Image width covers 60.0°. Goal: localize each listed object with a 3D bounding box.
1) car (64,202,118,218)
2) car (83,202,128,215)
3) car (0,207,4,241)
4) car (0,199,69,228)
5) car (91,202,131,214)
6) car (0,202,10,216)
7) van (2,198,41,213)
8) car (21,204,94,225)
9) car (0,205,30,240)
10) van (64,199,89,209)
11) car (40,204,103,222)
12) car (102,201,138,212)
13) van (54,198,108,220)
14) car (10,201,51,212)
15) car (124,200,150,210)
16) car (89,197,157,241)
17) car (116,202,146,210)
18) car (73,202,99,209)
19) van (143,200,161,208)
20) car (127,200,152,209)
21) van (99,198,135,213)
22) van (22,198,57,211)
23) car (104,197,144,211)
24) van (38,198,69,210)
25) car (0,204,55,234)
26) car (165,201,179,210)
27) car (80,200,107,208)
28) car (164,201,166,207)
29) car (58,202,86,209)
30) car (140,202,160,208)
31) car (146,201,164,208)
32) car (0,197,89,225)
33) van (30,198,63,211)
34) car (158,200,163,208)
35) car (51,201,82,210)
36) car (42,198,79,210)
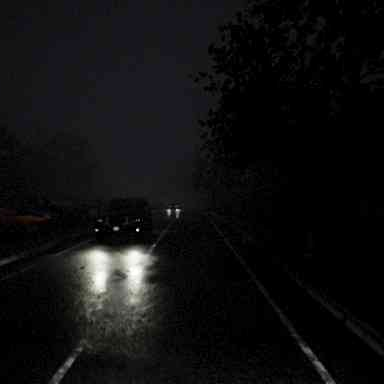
[{"bbox_3d":[-10.311,1.824,34.229,5.008,1.535,2.097,0,-1,0],"label":"car"},{"bbox_3d":[-10.269,1.953,39.779,4.792,1.488,2.163,0,-1,0],"label":"car"},{"bbox_3d":[-10.143,1.477,12.037,5.366,1.575,1.946,0,-1,0],"label":"car"},{"bbox_3d":[-10.351,1.455,20.357,4.553,1.767,2.185,0,-1,0],"label":"car"},{"bbox_3d":[-10.299,2.012,42.556,4.674,1.452,2.002,0,-1,0],"label":"car"},{"bbox_3d":[-23.376,1.877,37.200,4.892,1.521,2.231,0,-1,0],"label":"car"},{"bbox_3d":[-23.256,1.798,45.512,4.442,1.987,1.878,0,-1,0],"label":"van"},{"bbox_3d":[-10.344,1.706,25.902,4.792,1.488,2.163,0,-1,0],"label":"car"},{"bbox_3d":[-10.331,1.507,14.806,4.892,1.521,2.231,0,-1,0],"label":"car"},{"bbox_3d":[-23.466,2.471,67.522,4.442,1.987,1.878,0,-2,0],"label":"van"},{"bbox_3d":[-10.314,1.766,28.677,4.674,1.452,2.002,0,-1,0],"label":"car"},{"bbox_3d":[-10.320,2.101,48.113,4.792,1.488,2.163,0,-1,0],"label":"car"},{"bbox_3d":[-10.425,1.549,31.457,4.442,1.987,1.878,0,-1,0],"label":"van"},{"bbox_3d":[-23.375,2.073,48.278,5.008,1.535,2.097,0,-1,0],"label":"car"},{"bbox_3d":[-10.244,2.385,61.966,4.553,1.767,2.185,0,-2,0],"label":"car"},{"bbox_3d":[-3.341,1.294,17.416,2.150,2.045,5.566,0,-1,0],"label":"car"},{"bbox_3d":[-10.284,2.363,56.411,4.674,1.452,2.002,0,-2,0],"label":"car"},{"bbox_3d":[-23.338,2.888,73.176,5.008,1.535,2.097,0,-2,0],"label":"car"},{"bbox_3d":[-10.366,3.130,86.941,4.442,1.987,1.878,0,-2,0],"label":"van"},{"bbox_3d":[-10.241,2.479,64.741,4.553,1.767,2.185,0,-2,0],"label":"car"},{"bbox_3d":[-10.177,1.796,45.336,4.442,1.987,1.878,0,-1,0],"label":"van"},{"bbox_3d":[-23.251,1.909,50.902,4.442,1.987,1.878,0,-1,0],"label":"van"},{"bbox_3d":[-10.316,1.884,50.872,5.566,2.045,2.435,0,-2,0],"label":"car"},{"bbox_3d":[-23.478,2.096,56.447,4.442,1.987,1.878,0,-2,0],"label":"van"},{"bbox_3d":[-10.329,1.539,17.578,5.008,1.535,2.097,0,-1,0],"label":"car"},{"bbox_3d":[-3.271,2.468,60.002,1.837,1.490,4.892,0,-1,1],"label":"car"},{"bbox_3d":[-23.310,2.825,78.723,5.566,2.045,2.435,0,-2,0],"label":"car"},{"bbox_3d":[-10.276,3.479,89.707,4.792,1.488,2.163,0,-2,0],"label":"car"},{"bbox_3d":[-23.350,2.648,64.870,4.674,1.452,2.002,0,-2,0],"label":"car"},{"bbox_3d":[-10.226,3.197,81.383,4.792,1.488,2.163,0,-2,0],"label":"car"},{"bbox_3d":[-10.274,3.420,92.484,4.553,1.767,2.185,0,-2,0],"label":"car"},{"bbox_3d":[-10.289,1.376,23.130,5.566,2.045,2.435,0,-1,0],"label":"car"},{"bbox_3d":[-23.481,2.007,53.804,4.442,1.987,1.878,0,-2,0],"label":"van"},{"bbox_3d":[-10.075,2.977,75.834,5.366,1.575,1.946,0,-2,0],"label":"car"},{"bbox_3d":[-23.350,2.514,62.102,5.008,1.535,2.097,0,-2,0],"label":"car"},{"bbox_3d":[-23.330,2.165,59.217,5.566,2.045,2.435,0,-2,0],"label":"car"}]
